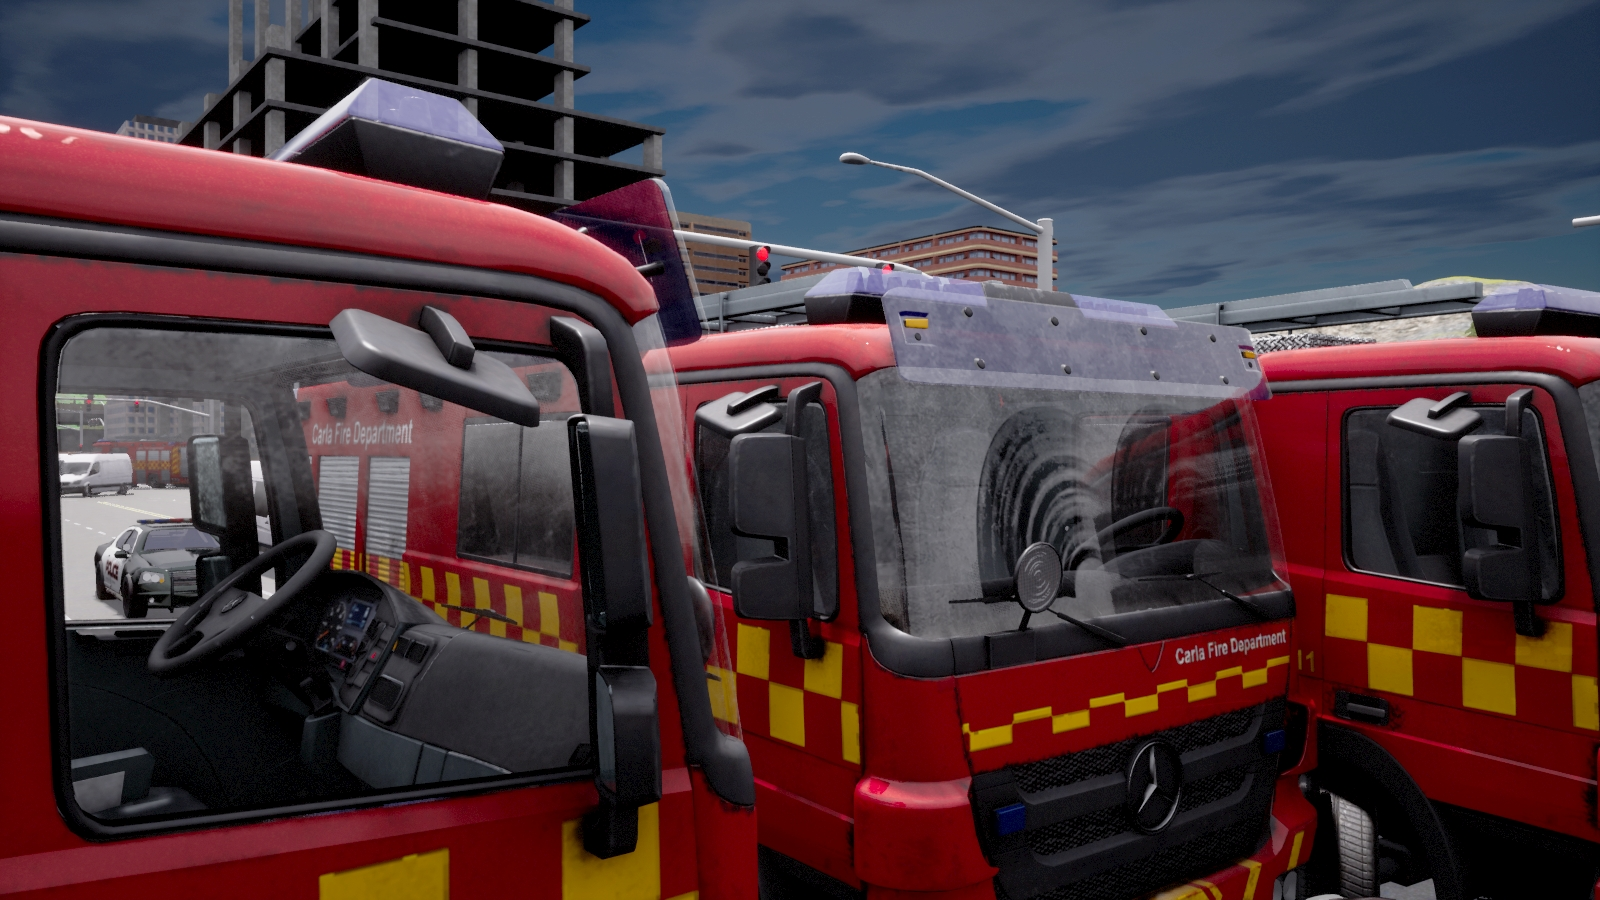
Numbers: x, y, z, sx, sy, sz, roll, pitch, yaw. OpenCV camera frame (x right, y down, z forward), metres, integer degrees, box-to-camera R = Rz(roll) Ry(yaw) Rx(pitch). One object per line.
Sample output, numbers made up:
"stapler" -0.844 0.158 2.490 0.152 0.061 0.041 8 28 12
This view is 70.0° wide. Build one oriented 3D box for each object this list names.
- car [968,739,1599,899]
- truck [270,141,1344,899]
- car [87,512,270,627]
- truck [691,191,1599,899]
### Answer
"car" 2.437 2.065 3.109 1.970 1.475 3.806 0 0 -30
"truck" -1.099 0.890 8.003 2.891 3.827 8.468 0 0 -38
"car" -11.386 2.037 20.746 2.038 1.542 4.974 0 0 -39
"truck" 2.348 0.890 8.605 2.891 3.827 8.468 0 0 -31
